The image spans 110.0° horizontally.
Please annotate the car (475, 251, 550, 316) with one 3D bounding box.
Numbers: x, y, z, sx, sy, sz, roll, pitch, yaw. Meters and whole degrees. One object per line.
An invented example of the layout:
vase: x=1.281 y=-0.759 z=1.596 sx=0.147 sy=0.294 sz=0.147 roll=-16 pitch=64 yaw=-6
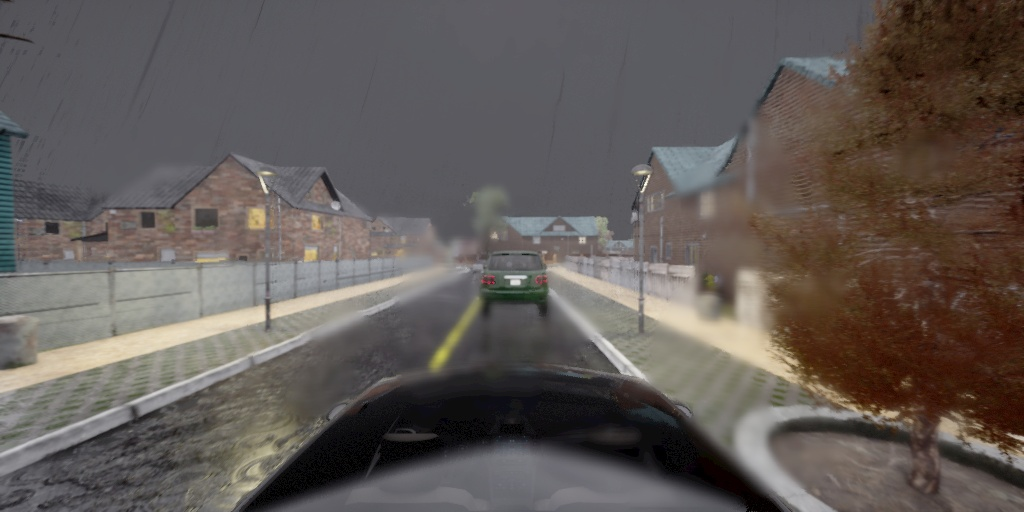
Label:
car: x=0.104 y=0.862 z=12.933 sx=2.150 sy=2.045 sz=5.566 roll=0 pitch=0 yaw=0
